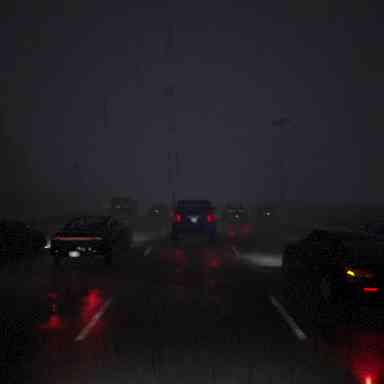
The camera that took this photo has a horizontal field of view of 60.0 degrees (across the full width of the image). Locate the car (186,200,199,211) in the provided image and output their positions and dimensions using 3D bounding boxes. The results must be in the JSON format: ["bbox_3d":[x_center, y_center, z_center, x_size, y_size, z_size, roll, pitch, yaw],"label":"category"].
[{"bbox_3d":[0.090,1.938,47.497,1.812,1.442,4.674,0,0,0],"label":"car"}]

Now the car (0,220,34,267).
[{"bbox_3d":[-6.902,1.668,11.860,1.994,1.385,4.181,0,0,0],"label":"car"}]

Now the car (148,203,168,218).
[{"bbox_3d":[-3.409,1.862,34.358,1.994,1.385,4.181,0,0,0],"label":"car"}]

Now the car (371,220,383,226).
[{"bbox_3d":[7.098,1.668,11.785,1.994,1.385,4.181,0,0,0],"label":"car"}]

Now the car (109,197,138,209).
[{"bbox_3d":[-6.907,1.516,33.864,2.150,2.045,5.566,0,0,0],"label":"car"}]

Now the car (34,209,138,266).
[{"bbox_3d":[-3.403,1.597,12.035,2.128,1.511,4.902,0,0,0],"label":"car"}]

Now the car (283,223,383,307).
[{"bbox_3d":[3.600,1.596,7.988,1.812,1.442,4.674,0,0,0],"label":"car"}]

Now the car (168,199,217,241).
[{"bbox_3d":[0.096,1.378,17.788,2.150,2.045,5.566,0,0,0],"label":"car"}]

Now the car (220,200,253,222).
[{"bbox_3d":[3.594,1.744,28.919,2.128,1.511,4.902,0,0,0],"label":"car"}]

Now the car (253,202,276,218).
[{"bbox_3d":[7.093,1.796,33.358,1.837,1.490,4.892,0,0,0],"label":"car"}]
